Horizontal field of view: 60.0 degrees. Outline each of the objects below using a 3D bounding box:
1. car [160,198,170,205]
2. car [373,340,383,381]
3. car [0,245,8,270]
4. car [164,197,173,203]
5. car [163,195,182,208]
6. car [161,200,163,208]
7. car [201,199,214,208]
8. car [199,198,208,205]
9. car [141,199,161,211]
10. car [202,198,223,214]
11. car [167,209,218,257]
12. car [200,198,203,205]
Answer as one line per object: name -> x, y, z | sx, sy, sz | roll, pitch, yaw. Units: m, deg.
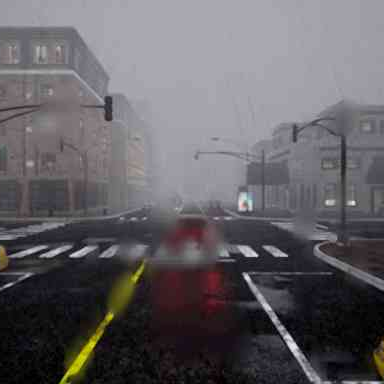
car -> -5.855, 2.015, 73.423 | 1.752, 1.417, 4.829 | 0, 0, 0
car -> 2.684, 1.535, 1.447 | 1.752, 1.417, 4.829 | 0, 0, 0
car -> -5.709, 1.566, 6.789 | 1.752, 1.417, 4.829 | 0, 0, 0
car -> -5.882, 2.017, 84.986 | 1.967, 1.590, 4.097 | 0, 0, 0
car -> -3.182, 1.704, 54.598 | 2.097, 1.767, 4.553 | 0, 0, 0
car -> -5.818, 1.917, 56.504 | 2.008, 1.369, 4.403 | 0, 0, 0
car -> 2.563, 1.917, 56.535 | 2.008, 1.369, 4.403 | 0, 0, 0
car -> 2.525, 2.042, 73.624 | 2.008, 1.369, 4.403 | -1, 0, 0
car -> -5.793, 1.837, 45.111 | 2.008, 1.369, 4.403 | 0, 0, 0
car -> 2.599, 1.687, 39.445 | 1.967, 1.590, 4.097 | 0, 0, 0
car -> 0.030, 1.606, 13.204 | 1.812, 1.442, 4.674 | 0, 0, 0
car -> 2.575, 1.908, 50.838 | 1.802, 1.307, 4.206 | 0, 0, 0
